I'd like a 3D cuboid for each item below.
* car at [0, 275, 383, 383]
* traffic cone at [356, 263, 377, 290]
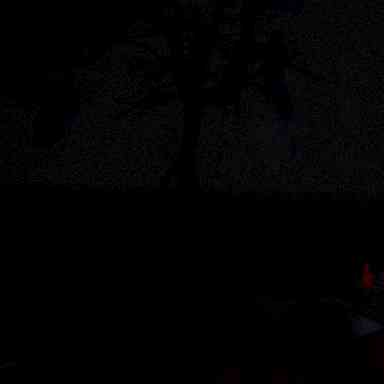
[{"bbox_3d":[0.392,1.564,2.996,4.181,1.385,1.994,0,0,-33],"label":"car"},{"bbox_3d":[4.231,2.011,8.054,0.340,0.580,0.340,1,0,-29],"label":"traffic cone"}]
